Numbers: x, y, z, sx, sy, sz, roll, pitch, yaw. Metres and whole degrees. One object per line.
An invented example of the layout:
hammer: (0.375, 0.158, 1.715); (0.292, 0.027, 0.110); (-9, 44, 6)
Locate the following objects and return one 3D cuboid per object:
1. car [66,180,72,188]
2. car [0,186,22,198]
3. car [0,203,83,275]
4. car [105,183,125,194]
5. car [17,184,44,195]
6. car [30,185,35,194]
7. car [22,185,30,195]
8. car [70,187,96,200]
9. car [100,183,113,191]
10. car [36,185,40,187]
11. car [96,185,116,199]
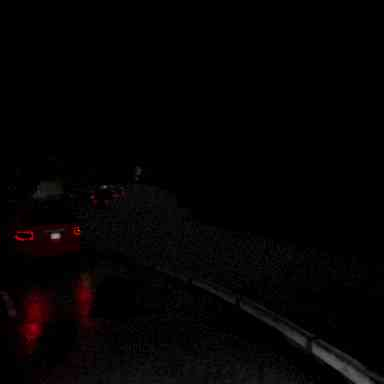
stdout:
car: (-34.082, -1.617, 84.767); (5.008, 1.535, 2.097); (-3, 4, -29)
car: (-30.108, 0.289, 52.558); (4.792, 1.488, 2.163); (-3, 4, -24)
car: (-5.942, 1.435, 11.548); (5.566, 2.045, 2.150); (-2, -1, 43)
car: (-13.685, -0.424, 59.078); (1.882, 1.535, 5.008); (-1, 4, -5)
car: (-31.200, -0.576, 64.294); (4.553, 1.767, 2.185); (-3, 4, -26)
car: (-30.571, -0.061, 58.454); (4.674, 1.452, 2.002); (-3, 4, -25)
car: (-30.303, 0.078, 55.511); (4.892, 1.521, 2.231); (-3, 4, -24)
car: (-15.892, 0.367, 47.820); (2.033, 1.411, 5.357); (-1, 4, -2)
car: (-17.720, -1.042, 69.134); (2.033, 1.411, 5.357); (-1, 3, -7)
car: (-30.849, -0.278, 61.383); (5.008, 1.535, 2.097); (-3, 4, -25)
car: (-12.955, 0.170, 49.021); (1.882, 1.535, 5.008); (-1, 4, -3)
